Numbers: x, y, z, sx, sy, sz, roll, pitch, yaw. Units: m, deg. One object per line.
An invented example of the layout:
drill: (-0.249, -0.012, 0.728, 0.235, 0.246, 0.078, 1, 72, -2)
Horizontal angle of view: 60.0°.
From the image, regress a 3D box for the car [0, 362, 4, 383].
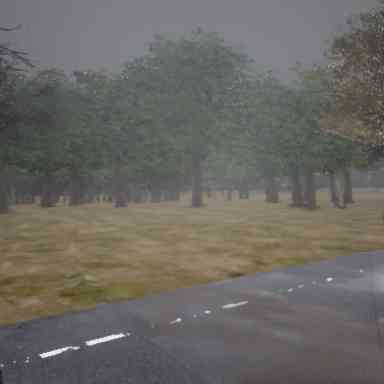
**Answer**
car: (-3.280, 1.567, 1.653, 4.181, 1.385, 1.994, 0, 0, -35)
